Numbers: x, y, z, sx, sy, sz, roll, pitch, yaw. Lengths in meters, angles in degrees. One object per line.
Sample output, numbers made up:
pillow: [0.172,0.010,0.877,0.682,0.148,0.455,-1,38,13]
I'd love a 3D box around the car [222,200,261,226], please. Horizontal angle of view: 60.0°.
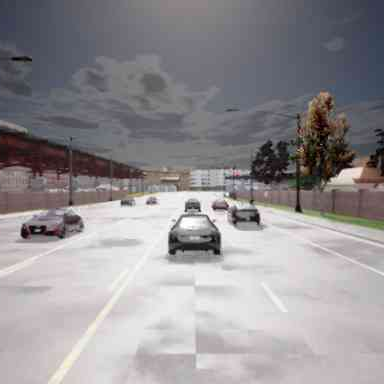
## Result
car: [3.590,1.516,23.548,2.128,1.511,4.902,0,0,0]

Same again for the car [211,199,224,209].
car: [3.583,1.607,42.952,1.994,1.385,4.181,0,0,0]

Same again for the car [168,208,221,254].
car: [0.093,1.578,13.635,1.994,1.385,4.181,0,0,0]

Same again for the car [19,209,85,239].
car: [-7.101,1.581,17.271,1.994,1.385,4.181,0,0,0]

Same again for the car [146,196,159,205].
car: [-7.048,1.579,59.116,1.837,1.490,4.892,0,0,1]

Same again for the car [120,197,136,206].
car: [-10.541,1.607,55.247,2.033,1.411,5.357,0,0,1]

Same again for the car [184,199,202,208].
car: [0.084,1.545,39.569,1.837,1.490,4.892,0,0,0]
